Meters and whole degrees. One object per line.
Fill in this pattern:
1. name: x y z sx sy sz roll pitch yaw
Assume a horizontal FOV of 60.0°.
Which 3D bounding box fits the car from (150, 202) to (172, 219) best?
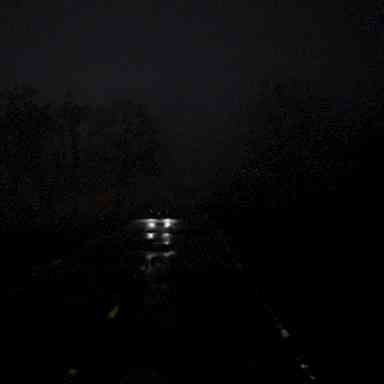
1. car: -3.022 1.812 33.288 1.837 1.490 4.892 0 -1 0
